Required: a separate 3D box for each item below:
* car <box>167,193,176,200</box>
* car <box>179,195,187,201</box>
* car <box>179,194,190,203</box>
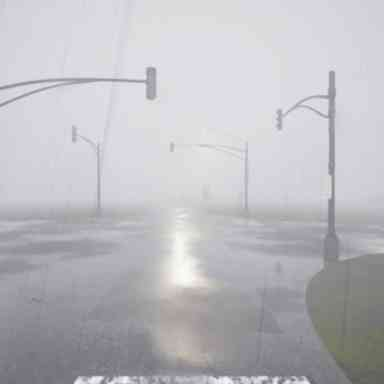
[{"bbox_3d":[-4.580,0.909,74.233,2.097,1.767,4.553,0,0,-3],"label":"car"},{"bbox_3d":[-2.193,1.446,80.214,1.895,1.301,4.718,0,0,-4],"label":"car"},{"bbox_3d":[-1.595,1.285,70.139,2.097,1.767,4.553,0,0,-3],"label":"car"}]
